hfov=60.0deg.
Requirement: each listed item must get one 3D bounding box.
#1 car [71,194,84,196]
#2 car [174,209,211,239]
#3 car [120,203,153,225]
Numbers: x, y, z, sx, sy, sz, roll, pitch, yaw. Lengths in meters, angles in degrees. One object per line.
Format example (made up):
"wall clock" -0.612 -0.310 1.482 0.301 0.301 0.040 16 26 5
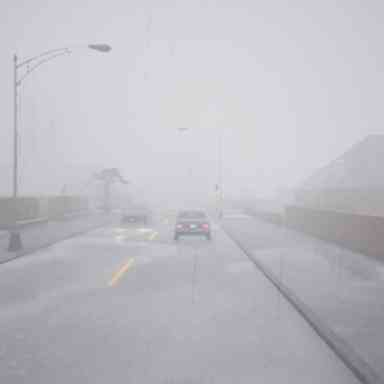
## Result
"car" -20.051 1.262 56.632 1.905 1.878 3.866 0 0 35
"car" 0.016 1.625 17.674 2.033 1.411 5.357 0 0 0
"car" -4.127 1.636 25.325 1.882 1.535 5.008 0 0 0
